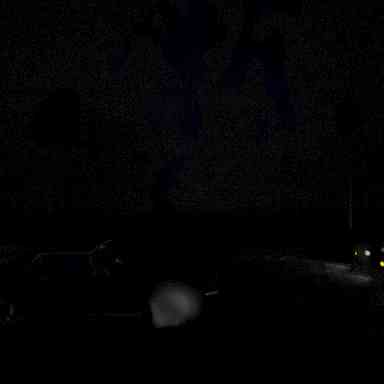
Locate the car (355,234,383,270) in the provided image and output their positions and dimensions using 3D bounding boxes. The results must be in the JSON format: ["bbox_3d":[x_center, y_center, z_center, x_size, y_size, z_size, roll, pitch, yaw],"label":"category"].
[{"bbox_3d":[6.798,1.476,9.057,4.181,1.385,1.994,-1,0,2],"label":"car"}]

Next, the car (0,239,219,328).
[{"bbox_3d":[-1.855,1.598,6.363,4.718,1.301,1.895,-1,0,2],"label":"car"}]
